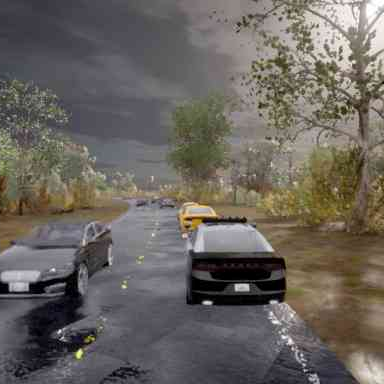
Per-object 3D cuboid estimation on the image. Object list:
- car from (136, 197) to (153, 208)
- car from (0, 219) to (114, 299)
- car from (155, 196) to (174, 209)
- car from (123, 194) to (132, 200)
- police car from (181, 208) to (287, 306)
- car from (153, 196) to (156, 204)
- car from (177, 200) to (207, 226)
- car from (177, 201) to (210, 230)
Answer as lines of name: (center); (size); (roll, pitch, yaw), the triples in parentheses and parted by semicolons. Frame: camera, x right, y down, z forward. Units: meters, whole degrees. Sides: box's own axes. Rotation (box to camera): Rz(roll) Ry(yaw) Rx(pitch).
car: (-7.294, 1.544, 49.132); (2.033, 1.411, 5.357); (0, 0, -9)
car: (-3.290, 1.491, 8.605); (2.128, 1.511, 4.902); (0, 0, -2)
car: (-3.567, 1.543, 46.150); (2.033, 1.411, 5.357); (0, 0, -9)
car: (-18.159, 1.342, 93.474); (2.097, 1.767, 4.553); (0, 0, -18)
police car: (0.776, 1.425, 8.251); (1.930, 1.638, 5.238); (0, 0, -2)
car: (-6.803, 1.519, 63.511); (1.812, 1.442, 4.674); (0, 0, -12)
car: (-0.135, 1.453, 24.431); (1.801, 1.575, 5.366); (0, 0, -5)
car: (0.317, 1.477, 18.210); (1.882, 1.535, 5.008); (0, 0, -4)
